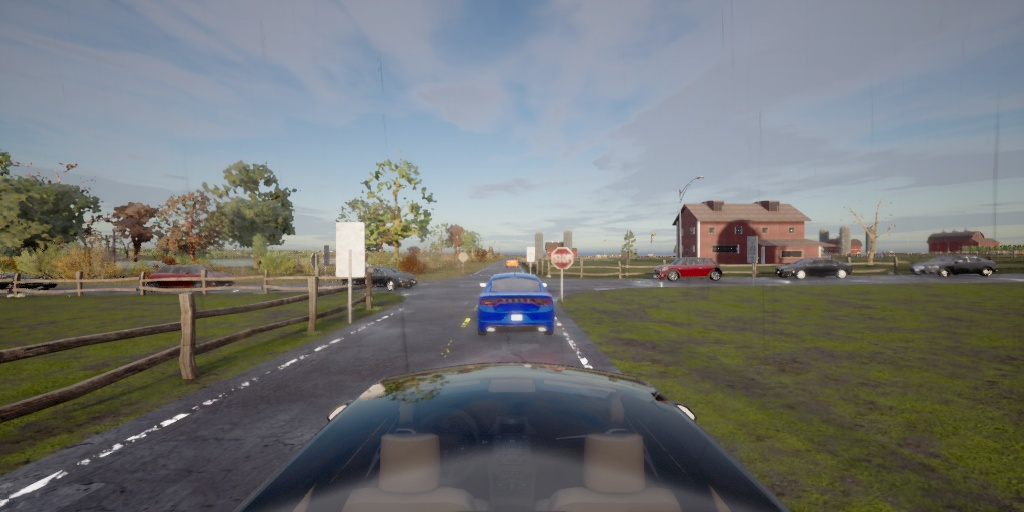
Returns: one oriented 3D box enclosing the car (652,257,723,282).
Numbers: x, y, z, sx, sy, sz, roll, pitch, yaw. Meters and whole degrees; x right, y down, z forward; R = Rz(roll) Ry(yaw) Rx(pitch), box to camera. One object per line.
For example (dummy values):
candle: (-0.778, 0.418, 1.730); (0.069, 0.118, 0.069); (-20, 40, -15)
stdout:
car: (12.704, 0.886, 26.201); (4.553, 1.767, 2.097); (-1, 0, -1)

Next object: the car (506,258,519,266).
car: (0.062, 1.097, 63.567); (2.097, 1.767, 4.553); (0, 0, 0)

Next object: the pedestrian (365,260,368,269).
pedestrian: (-12.175, 1.162, 29.453); (0.375, 1.860, 0.375); (0, 1, 0)

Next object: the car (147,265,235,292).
car: (-20.956, 1.382, 23.581); (4.553, 1.767, 2.097); (-1, 0, 1)

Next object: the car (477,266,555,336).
car: (0.062, 1.226, 10.486); (1.882, 1.535, 5.008); (0, 0, -1)

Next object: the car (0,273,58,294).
car: (-33.448, 1.802, 23.926); (4.718, 1.301, 1.895); (-1, 0, 4)

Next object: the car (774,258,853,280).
car: (21.892, 0.904, 26.184); (4.892, 1.490, 1.837); (-1, 0, 0)

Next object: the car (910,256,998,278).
car: (32.022, 0.740, 26.102); (4.902, 1.511, 2.128); (-1, 0, 1)

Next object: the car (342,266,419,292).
car: (-8.172, 1.368, 22.273); (4.892, 1.490, 1.837); (-1, 0, 18)
